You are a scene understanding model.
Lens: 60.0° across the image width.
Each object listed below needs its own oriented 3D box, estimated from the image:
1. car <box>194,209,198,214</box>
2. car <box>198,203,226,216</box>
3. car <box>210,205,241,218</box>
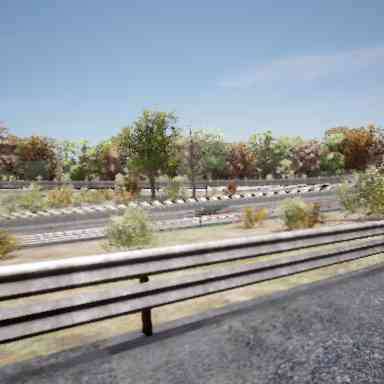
[{"bbox_3d":[3.055,2.981,54.327,5.357,1.411,2.033,-4,3,-21],"label":"car"},{"bbox_3d":[4.352,2.718,51.070,5.566,2.045,2.150,-4,3,-21],"label":"car"},{"bbox_3d":[5.664,3.035,47.828,5.008,1.535,1.882,-4,3,-21],"label":"car"}]
